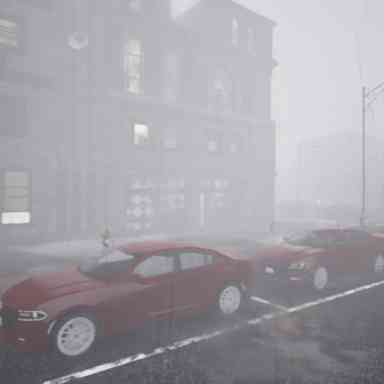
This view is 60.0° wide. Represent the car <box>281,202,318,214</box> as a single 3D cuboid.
[{"bbox_3d":[15.120,2.234,46.834,1.752,1.417,4.829,-1,0,-37],"label":"car"}]

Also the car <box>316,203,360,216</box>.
[{"bbox_3d":[18.489,2.168,42.294,1.752,1.417,4.829,-1,0,-37],"label":"car"}]

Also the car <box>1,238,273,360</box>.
[{"bbox_3d":[-0.838,1.573,5.967,4.507,1.381,1.887,1,-1,-36],"label":"car"}]

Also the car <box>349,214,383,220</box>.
[{"bbox_3d":[8.046,1.667,12.313,4.829,1.417,1.752,1,-1,-36],"label":"car"}]

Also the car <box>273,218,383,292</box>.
[{"bbox_3d":[3.673,1.631,9.189,4.507,1.381,1.887,1,-1,-36],"label":"car"}]

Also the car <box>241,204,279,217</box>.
[{"bbox_3d":[8.499,2.244,41.749,2.008,1.369,4.403,-1,0,-37],"label":"car"}]

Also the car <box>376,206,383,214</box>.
[{"bbox_3d":[21.959,2.141,37.616,1.947,1.339,4.313,-1,0,-37],"label":"car"}]

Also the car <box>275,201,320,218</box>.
[{"bbox_3d":[11.865,1.942,37.209,2.192,1.841,5.009,-1,0,-37],"label":"car"}]

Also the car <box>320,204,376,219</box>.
[{"bbox_3d":[15.235,2.001,32.668,1.967,1.590,4.097,-1,0,-37],"label":"car"}]

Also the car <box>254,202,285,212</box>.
[{"bbox_3d":[11.853,2.324,51.239,2.008,1.369,4.403,-1,0,-37],"label":"car"}]
